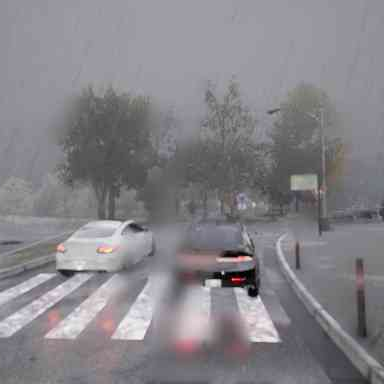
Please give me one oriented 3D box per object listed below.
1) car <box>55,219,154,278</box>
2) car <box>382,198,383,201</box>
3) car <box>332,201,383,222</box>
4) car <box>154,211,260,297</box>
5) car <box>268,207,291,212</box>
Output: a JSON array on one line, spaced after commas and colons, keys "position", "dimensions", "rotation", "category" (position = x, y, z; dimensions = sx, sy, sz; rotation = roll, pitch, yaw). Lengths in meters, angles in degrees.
[{"position": [-2.392, 1.548, 10.189], "dimensions": [1.812, 1.442, 4.674], "rotation": [-1, 0, 7], "category": "car"}, {"position": [18.502, 1.398, 28.926], "dimensions": [5.566, 2.045, 2.150], "rotation": [0, -3, -35], "category": "car"}, {"position": [14.862, 1.894, 30.393], "dimensions": [4.902, 1.511, 2.128], "rotation": [-1, -3, -32], "category": "car"}, {"position": [0.666, 1.480, 8.609], "dimensions": [2.128, 1.511, 4.902], "rotation": [-1, 0, 6], "category": "car"}, {"position": [19.049, 3.955, 72.632], "dimensions": [4.718, 1.301, 1.895], "rotation": [-3, -5, 37], "category": "car"}]
